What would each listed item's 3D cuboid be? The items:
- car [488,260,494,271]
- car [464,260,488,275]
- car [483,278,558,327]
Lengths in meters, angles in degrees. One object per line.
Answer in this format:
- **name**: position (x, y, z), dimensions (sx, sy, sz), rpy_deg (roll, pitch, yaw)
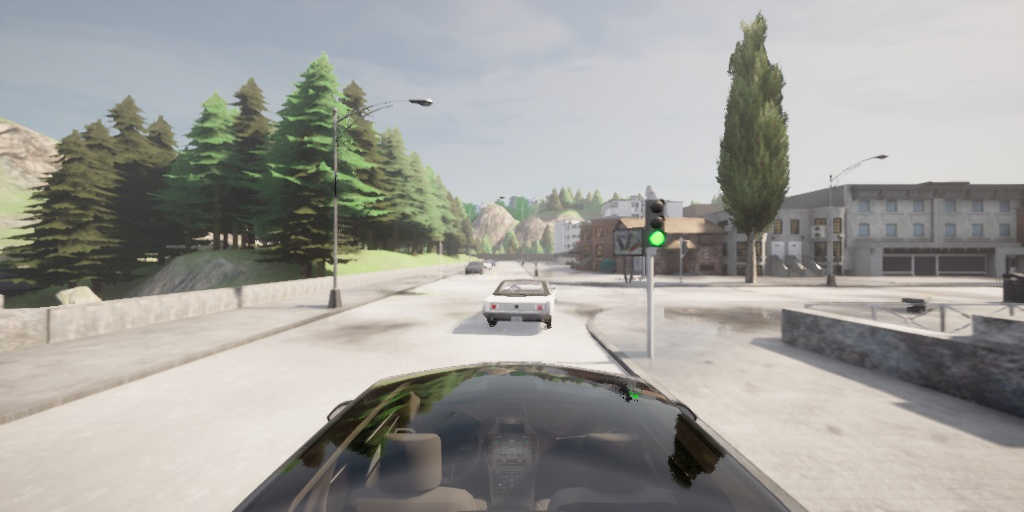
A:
- **car**: position (-4.072, 1.387, 53.509), dimensions (1.812, 1.442, 4.674), rpy_deg (0, 0, 0)
- **car**: position (-4.088, 1.333, 39.716), dimensions (1.837, 1.490, 4.892), rpy_deg (0, 1, 0)
- **car**: position (0.475, 1.372, 11.602), dimensions (1.895, 1.301, 4.718), rpy_deg (0, 0, 9)
